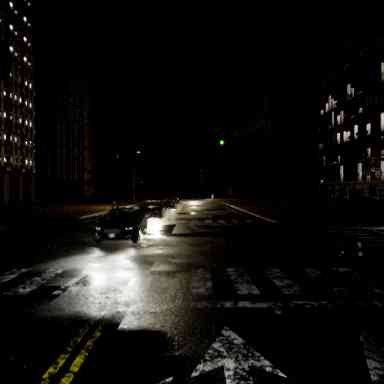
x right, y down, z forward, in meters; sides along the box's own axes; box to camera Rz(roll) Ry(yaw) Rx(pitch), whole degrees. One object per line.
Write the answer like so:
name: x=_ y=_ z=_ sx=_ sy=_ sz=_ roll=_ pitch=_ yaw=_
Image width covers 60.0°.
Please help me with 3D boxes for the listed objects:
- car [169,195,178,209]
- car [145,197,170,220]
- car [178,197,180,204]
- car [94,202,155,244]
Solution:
car: x=-3.255 y=1.482 z=44.952 sx=1.837 sy=1.490 sz=4.892 roll=0 pitch=1 yaw=0
car: x=-3.255 y=1.482 z=27.627 sx=2.128 sy=1.511 sz=4.902 roll=0 pitch=0 yaw=0
car: x=-3.288 y=1.249 z=59.694 sx=2.097 sy=1.767 sz=4.553 roll=0 pitch=0 yaw=-1
car: x=-3.247 y=1.485 z=15.938 sx=2.128 sy=1.511 sz=4.902 roll=0 pitch=0 yaw=0
